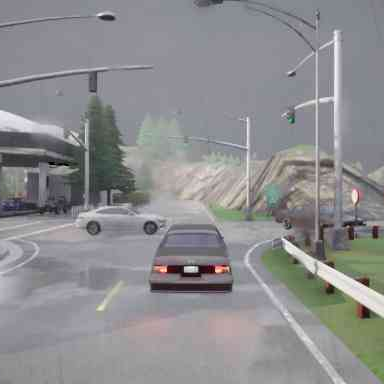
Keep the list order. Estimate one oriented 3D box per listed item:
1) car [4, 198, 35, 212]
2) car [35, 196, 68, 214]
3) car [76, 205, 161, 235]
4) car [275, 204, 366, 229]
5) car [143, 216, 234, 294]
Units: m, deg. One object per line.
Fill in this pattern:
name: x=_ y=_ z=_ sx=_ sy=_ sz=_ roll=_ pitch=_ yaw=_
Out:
car: x=-20.312 y=1.501 z=39.549 sx=2.242 sy=1.667 sz=4.611 roll=0 pitch=0 yaw=-1
car: x=-14.597 y=1.332 z=35.282 sx=1.905 sy=1.878 sz=3.866 roll=0 pitch=0 yaw=-1
car: x=-3.645 y=1.424 z=17.450 sx=4.674 sy=1.442 sz=1.812 roll=0 pitch=0 yaw=-1
car: x=6.539 y=1.368 z=17.635 sx=2.033 sy=1.411 sz=5.357 roll=0 pitch=0 yaw=-20
car: x=0.033 y=1.552 z=8.967 sx=2.033 sy=1.411 sz=5.357 roll=0 pitch=0 yaw=1
